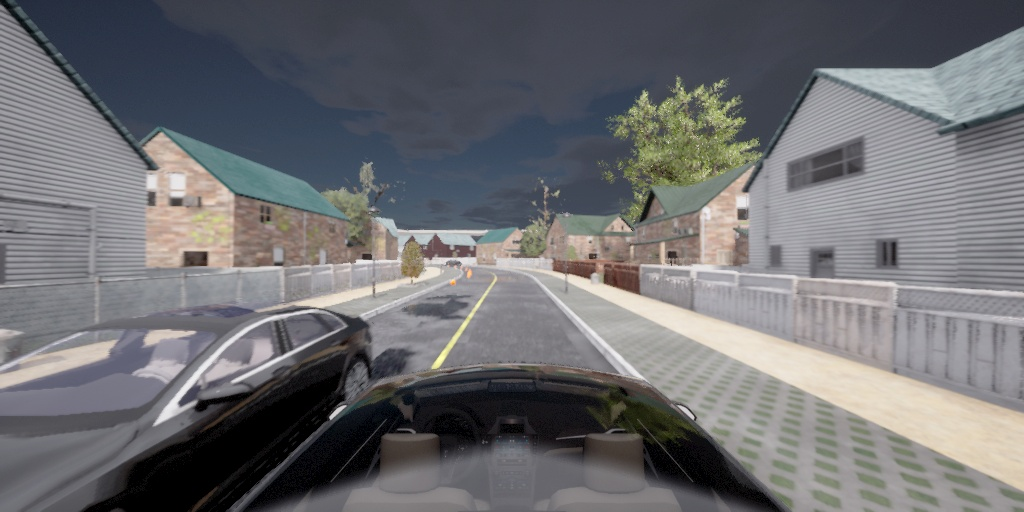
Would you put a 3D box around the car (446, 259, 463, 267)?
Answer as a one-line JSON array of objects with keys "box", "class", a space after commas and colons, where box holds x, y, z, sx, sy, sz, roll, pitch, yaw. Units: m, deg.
[{"box": [-10.401, 1.265, 64.476, 1.994, 1.385, 4.181, 0, 0, -29], "class": "car"}]

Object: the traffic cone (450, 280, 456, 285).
[{"box": [-4.012, 1.532, 24.623, 0.340, 0.580, 0.340, 0, 0, 16], "class": "traffic cone"}]

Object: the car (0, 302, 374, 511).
[{"box": [-2.851, 1.242, 3.124, 2.128, 1.511, 4.902, 0, 0, 0], "class": "car"}]

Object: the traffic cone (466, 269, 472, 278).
[{"box": [-3.930, 1.699, 32.530, 0.340, 0.580, 0.340, 0, 0, -2], "class": "traffic cone"}]

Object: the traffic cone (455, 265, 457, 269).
[{"box": [-8.840, 1.664, 56.118, 0.340, 0.580, 0.340, 0, 0, -21], "class": "traffic cone"}]
